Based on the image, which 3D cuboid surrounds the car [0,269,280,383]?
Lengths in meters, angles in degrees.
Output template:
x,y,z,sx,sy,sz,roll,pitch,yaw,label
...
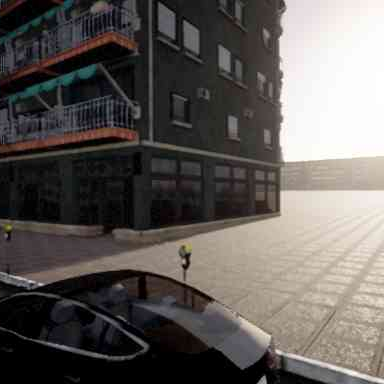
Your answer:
x,y,z,sx,sy,sz,roll,pitch,yaw,label
-1.197,1.580,3.730,4.313,1.339,1.947,0,0,36,car
